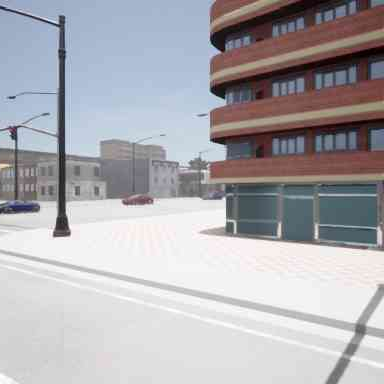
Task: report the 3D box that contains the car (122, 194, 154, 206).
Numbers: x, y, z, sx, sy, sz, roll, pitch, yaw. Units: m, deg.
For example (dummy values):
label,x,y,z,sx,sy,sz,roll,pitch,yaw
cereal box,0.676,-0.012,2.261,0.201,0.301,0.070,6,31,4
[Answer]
label,x,y,z,sx,sy,sz,roll,pitch,yaw
car,-7.443,1.093,45.927,1.882,1.535,5.008,0,1,37

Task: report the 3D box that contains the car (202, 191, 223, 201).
label,x,y,z,sx,sy,sz,roll,pitch,yaw
car,3.804,0.700,60.926,2.097,1.767,4.553,0,1,37

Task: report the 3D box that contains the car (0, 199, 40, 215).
label,x,y,z,sx,sy,sz,roll,pitch,yaw
car,-17.219,1.434,32.761,1.994,1.385,4.181,0,1,37
